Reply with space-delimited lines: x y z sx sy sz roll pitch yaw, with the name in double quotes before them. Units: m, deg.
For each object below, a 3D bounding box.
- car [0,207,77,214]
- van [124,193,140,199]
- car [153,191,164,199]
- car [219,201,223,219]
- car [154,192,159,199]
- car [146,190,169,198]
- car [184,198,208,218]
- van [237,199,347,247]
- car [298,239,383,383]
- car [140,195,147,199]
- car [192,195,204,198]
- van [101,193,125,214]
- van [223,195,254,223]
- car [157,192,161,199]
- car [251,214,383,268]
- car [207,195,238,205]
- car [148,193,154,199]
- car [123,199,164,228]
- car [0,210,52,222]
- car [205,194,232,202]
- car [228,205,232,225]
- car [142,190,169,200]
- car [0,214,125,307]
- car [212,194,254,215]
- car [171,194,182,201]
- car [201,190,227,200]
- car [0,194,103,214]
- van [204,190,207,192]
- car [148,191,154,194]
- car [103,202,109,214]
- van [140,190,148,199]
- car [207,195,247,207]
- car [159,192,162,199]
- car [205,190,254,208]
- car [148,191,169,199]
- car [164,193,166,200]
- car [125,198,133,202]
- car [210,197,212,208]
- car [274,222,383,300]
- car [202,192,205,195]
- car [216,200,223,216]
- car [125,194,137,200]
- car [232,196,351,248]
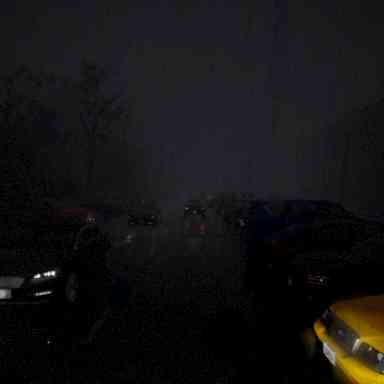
"car" -8.063 1.565 14.986 4.792 1.488 2.163 0 0 0
"van" -8.101 1.176 34.893 4.442 1.987 1.878 0 1 0
"car" -7.861 1.105 57.483 5.008 1.535 2.097 0 1 0
"car" 4.525 1.605 23.581 4.674 1.452 2.002 0 1 0
"car" -7.905 1.218 48.888 5.008 1.535 2.097 0 1 0
"car" -7.819 0.955 68.776 4.892 1.521 2.231 0 1 0
"car" 0.249 1.520 30.394 1.812 1.442 4.674 0 0 0
"van" 4.368 1.329 15.093 4.442 1.987 1.878 0 0 0
"car" 4.241 1.501 3.790 5.366 1.575 1.946 0 0 0
"car" -7.975 1.366 37.720 4.892 1.521 2.231 0 1 0
"car" 0.325 1.392 45.836 1.895 1.301 4.718 0 1 0
"van" -7.911 1.288 26.422 4.442 1.987 1.878 0 1 0
"van" 4.396 1.350 20.623 4.442 1.987 1.878 0 0 0
"car" -7.900 1.181 51.712 5.008 1.535 2.097 0 1 0
"car" 4.450 1.530 9.440 5.008 1.535 2.097 0 0 0
"car" 4.676 1.238 51.845 4.674 1.452 2.002 0 1 0
"car" -7.944 1.292 43.242 5.008 1.535 2.097 0 1 0
"car" -3.212 1.552 23.291 1.882 1.535 5.008 0 1 1
"car" -8.078 1.552 12.162 4.792 1.488 2.163 0 0 0
"car" 4.714 1.126 60.321 4.674 1.452 2.002 0 1 0
"car" 4.496 1.608 17.916 4.674 1.452 2.002 0 0 0
"car" -7.770 0.664 71.472 5.566 2.045 2.435 0 1 0
"car" -3.315 1.524 8.248 2.128 1.511 4.902 0 0 0
"car" 4.540 1.332 32.065 4.553 1.767 2.185 0 1 0
"car" -2.938 1.054 65.017 1.812 1.442 4.674 0 1 1
"car" 4.819 0.639 74.444 5.566 2.045 2.435 0 1 0
"car" -8.049 1.296 17.811 5.566 2.045 2.435 0 0 0
"van" 4.572 0.935 54.667 4.442 1.987 1.878 0 1 0
"car" -7.955 1.130 46.064 4.553 1.767 2.185 0 1 0
"car" -8.057 1.557 20.645 5.008 1.535 2.097 0 0 0
"van" -8.069 1.102 40.543 4.442 1.987 1.878 0 1 0
"car" 4.830 1.269 46.192 5.366 1.575 1.946 0 1 0
"car" -7.910 1.172 54.660 4.792 1.488 2.163 0 1 0
"car" 4.573 1.132 37.714 5.566 2.045 2.435 0 1 0
"car" -7.706 0.698 77.253 4.553 1.767 2.185 0 0 0
"car" -7.846 1.068 60.306 5.008 1.535 2.097 0 1 0
"car" -8.046 1.506 29.252 4.792 1.488 2.163 0 1 0
"car" 4.583 1.461 34.892 4.674 1.452 2.002 0 1 0
"car" 4.446 1.517 6.615 5.008 1.535 2.097 0 0 0
"car" 4.473 1.232 49.020 5.366 1.575 1.946 0 1 0
"car" 4.545 1.572 26.416 4.674 1.452 2.002 0 1 0
"car" -7.969 1.316 31.947 4.553 1.767 2.185 0 1 0
"car" 4.498 1.291 12.267 5.566 2.045 2.435 0 0 0
